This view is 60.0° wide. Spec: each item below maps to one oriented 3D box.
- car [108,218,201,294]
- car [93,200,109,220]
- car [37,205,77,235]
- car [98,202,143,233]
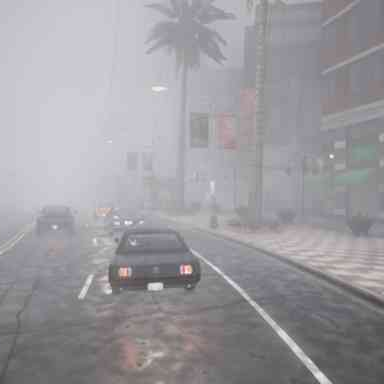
[{"bbox_3d":[-1.104,1.597,8.823,1.895,1.301,4.718,0,0,-10],"label":"car"},{"bbox_3d":[-7.380,1.444,28.197,1.801,1.575,5.366,0,0,-20],"label":"car"},{"bbox_3d":[-7.694,1.497,19.020,1.837,1.490,4.892,0,0,-19],"label":"car"},{"bbox_3d":[-3.842,1.539,18.514,2.033,1.411,5.357,0,0,-19],"label":"car"}]
